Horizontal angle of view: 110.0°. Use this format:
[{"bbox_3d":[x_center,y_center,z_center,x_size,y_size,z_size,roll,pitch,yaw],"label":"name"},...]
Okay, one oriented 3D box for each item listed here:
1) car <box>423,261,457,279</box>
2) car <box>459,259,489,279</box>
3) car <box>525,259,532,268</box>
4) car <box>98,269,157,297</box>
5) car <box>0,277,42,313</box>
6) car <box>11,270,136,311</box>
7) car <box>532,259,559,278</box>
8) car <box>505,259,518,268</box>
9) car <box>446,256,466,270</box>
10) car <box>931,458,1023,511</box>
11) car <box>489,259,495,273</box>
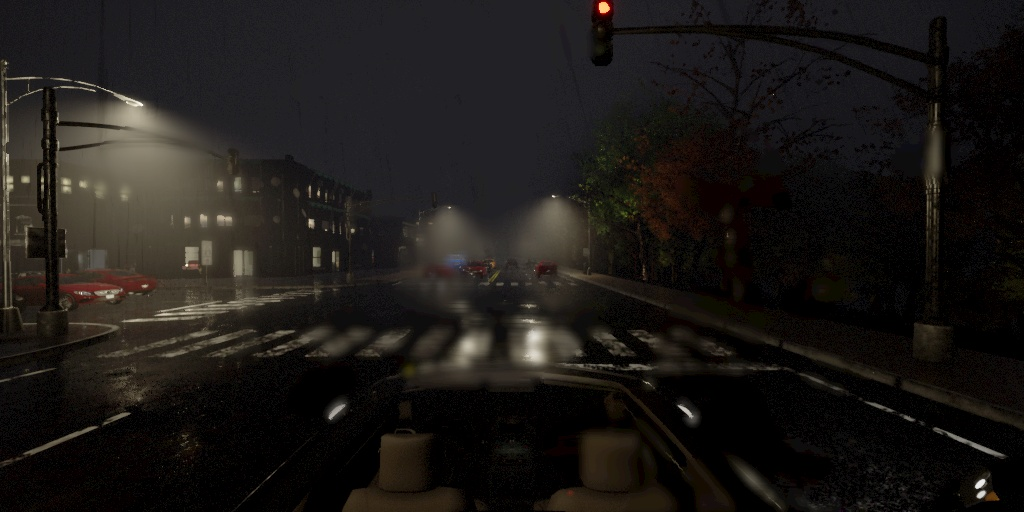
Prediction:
[{"bbox_3d":[-6.662,1.341,32.886,1.895,1.301,4.718,0,0,2],"label":"car"},{"bbox_3d":[-3.412,1.265,33.107,1.812,1.442,4.674,0,0,0],"label":"car"},{"bbox_3d":[3.219,1.219,59.422,2.128,1.511,4.902,0,0,0],"label":"car"},{"bbox_3d":[-21.345,1.433,18.442,5.008,1.535,1.882,-1,1,0],"label":"car"},{"bbox_3d":[-19.971,1.565,12.541,4.313,1.339,1.948,0,0,0],"label":"car"},{"bbox_3d":[-19.361,1.490,15.240,4.674,1.442,1.812,-1,1,1],"label":"car"},{"bbox_3d":[3.276,1.217,33.992,1.882,1.535,5.008,0,0,0],"label":"car"},{"bbox_3d":[-0.029,1.230,59.216,1.837,1.490,4.892,0,-1,0],"label":"car"},{"bbox_3d":[-6.672,0.957,43.535,2.150,2.045,5.566,0,0,0],"label":"car"},{"bbox_3d":[3.356,1.314,0.228,1.994,1.385,4.181,0,0,0],"label":"car"},{"bbox_3d":[-3.425,1.240,43.174,1.837,1.490,4.892,0,0,0],"label":"car"}]
